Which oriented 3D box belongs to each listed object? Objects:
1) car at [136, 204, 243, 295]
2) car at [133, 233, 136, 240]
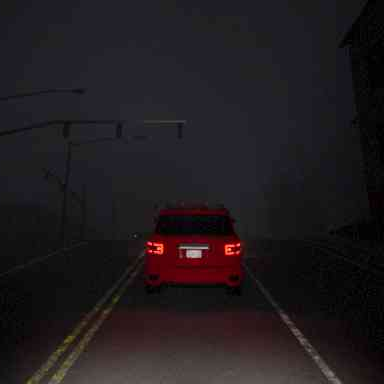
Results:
[{"bbox_3d":[0.068,1.346,9.221,2.150,2.045,5.566,1,-1,1],"label":"car"},{"bbox_3d":[-3.646,3.818,27.495,1.812,1.442,4.674,0,-14,0],"label":"car"}]
